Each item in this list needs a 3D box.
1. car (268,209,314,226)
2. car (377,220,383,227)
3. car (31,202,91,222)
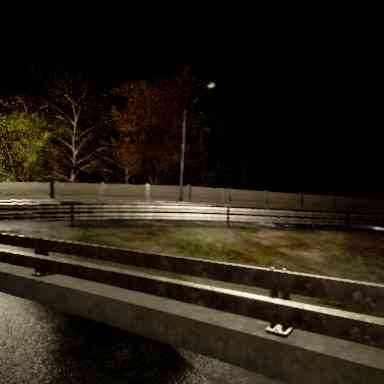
[{"bbox_3d":[8.844,2.224,29.894,4.181,1.385,1.994,4,-1,-17],"label":"car"},{"bbox_3d":[20.836,3.016,33.678,4.181,1.385,1.994,4,-1,-17],"label":"car"},{"bbox_3d":[-9.412,1.408,24.154,4.181,1.385,1.994,0,0,-17],"label":"car"}]
